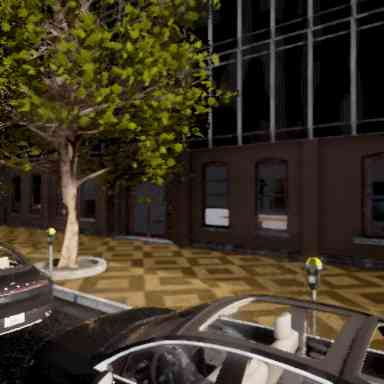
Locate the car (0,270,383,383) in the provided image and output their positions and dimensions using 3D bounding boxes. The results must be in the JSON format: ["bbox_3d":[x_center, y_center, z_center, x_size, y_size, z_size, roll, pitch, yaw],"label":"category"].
[{"bbox_3d":[0.411,1.548,2.582,4.403,1.369,2.008,0,0,35],"label":"car"}]

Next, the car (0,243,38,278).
[{"bbox_3d":[-4.230,1.536,5.879,4.403,1.369,2.008,0,0,35],"label":"car"}]
